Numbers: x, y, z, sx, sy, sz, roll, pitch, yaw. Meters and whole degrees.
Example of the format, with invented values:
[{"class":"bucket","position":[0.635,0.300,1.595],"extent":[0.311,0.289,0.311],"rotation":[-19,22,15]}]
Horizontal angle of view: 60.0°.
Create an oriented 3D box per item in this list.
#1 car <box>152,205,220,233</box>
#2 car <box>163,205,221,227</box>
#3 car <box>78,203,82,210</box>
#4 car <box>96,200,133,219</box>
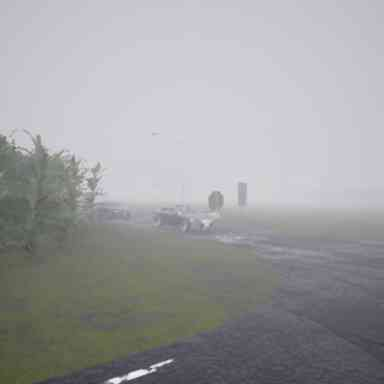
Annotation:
[{"class":"car","position":[-0.618,1.543,20.383],"extent":[2.128,1.511,4.902],"rotation":[1,0,-36]},{"class":"car","position":[-0.121,1.668,24.350],"extent":[1.895,1.301,4.718],"rotation":[1,0,-34]},{"class":"car","position":[-14.646,1.467,39.605],"extent":[1.994,1.385,4.181],"rotation":[1,0,-36]},{"class":"car","position":[-6.822,1.491,28.872],"extent":[1.837,1.490,4.892],"rotation":[1,0,-36]}]
